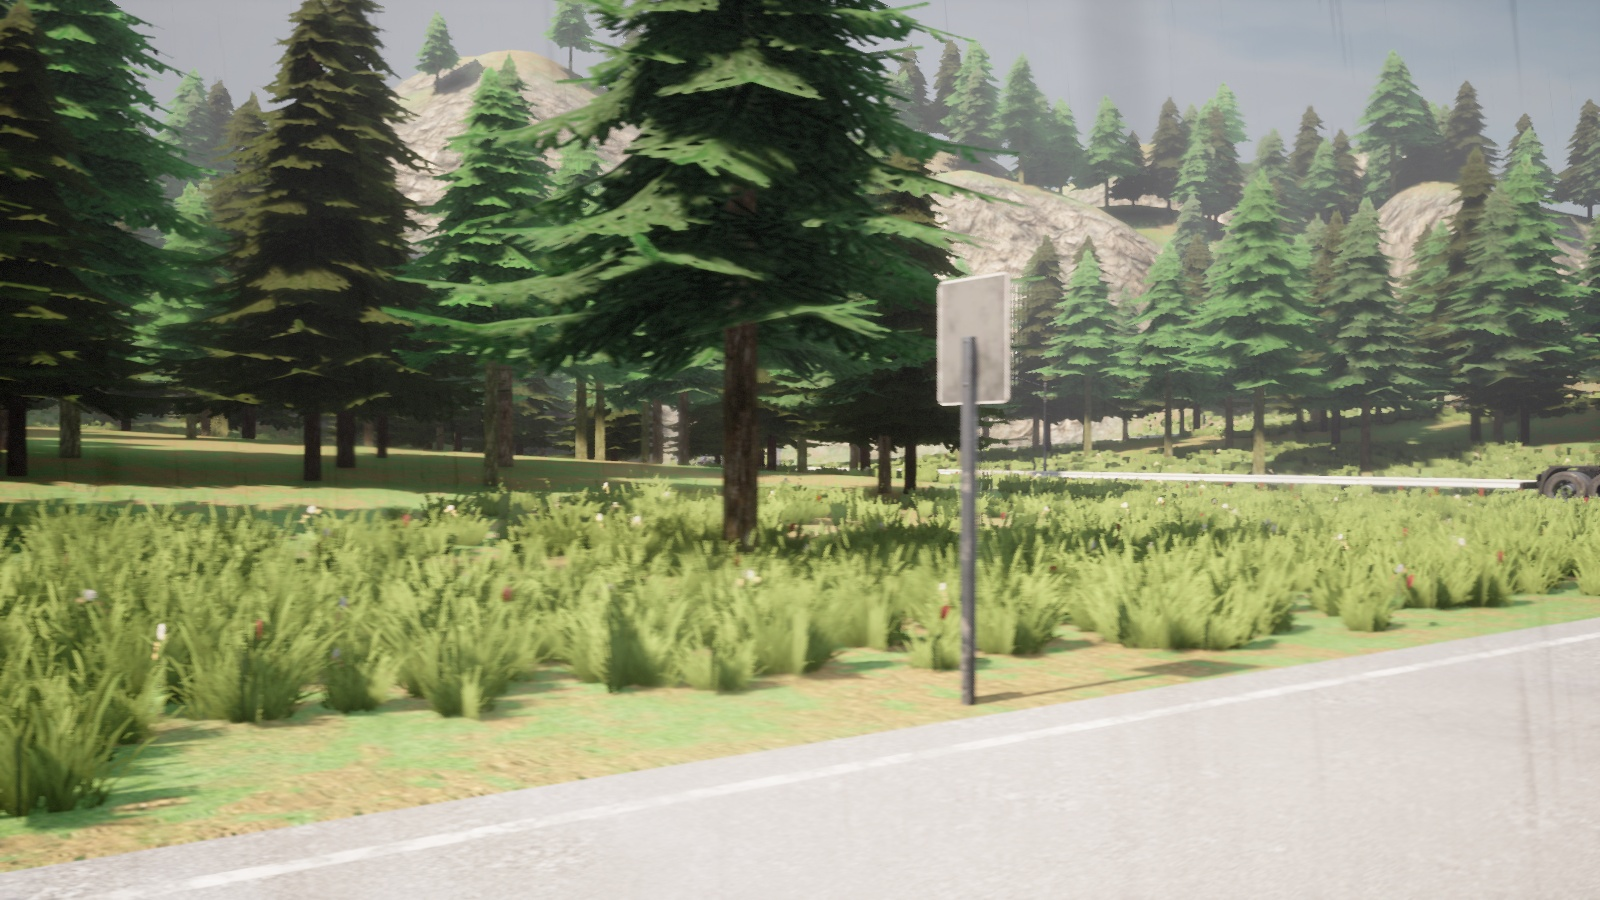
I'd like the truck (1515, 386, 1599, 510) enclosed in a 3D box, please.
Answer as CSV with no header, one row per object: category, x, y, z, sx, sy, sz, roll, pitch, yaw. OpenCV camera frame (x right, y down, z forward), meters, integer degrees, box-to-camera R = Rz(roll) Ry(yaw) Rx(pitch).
truck,24.515,-0.063,34.540,2.891,3.462,7.936,0,0,-35
